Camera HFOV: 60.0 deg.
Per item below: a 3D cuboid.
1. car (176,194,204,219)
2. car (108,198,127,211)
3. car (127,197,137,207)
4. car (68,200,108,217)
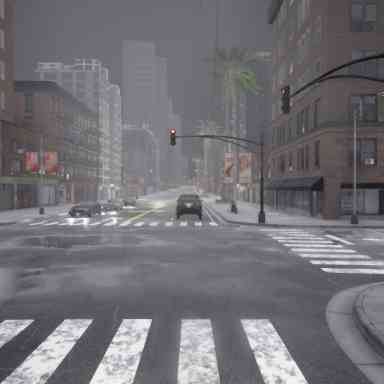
[{"bbox_3d":[-0.137,1.215,29.375,2.150,2.045,5.566,0,0,2],"label":"car"},{"bbox_3d":[-9.860,1.589,41.464,1.895,1.301,4.718,0,0,0],"label":"car"},{"bbox_3d":[-9.837,1.543,51.690,1.994,1.385,4.181,0,0,1],"label":"car"},{"bbox_3d":[-9.857,1.540,31.448,2.033,1.411,5.357,0,0,0],"label":"car"}]
